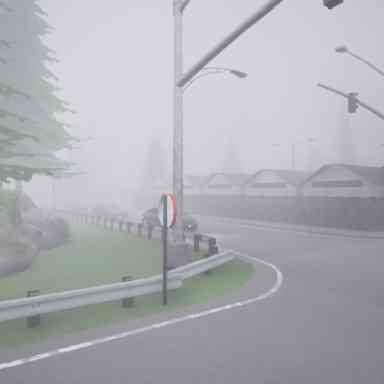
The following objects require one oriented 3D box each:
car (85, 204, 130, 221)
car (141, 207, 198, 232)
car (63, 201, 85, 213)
[{"bbox_3d":[-7.334,1.739,29.344,2.033,1.411,5.357,0,0,-34],"label":"car"},{"bbox_3d":[-1.512,1.696,20.984,1.837,1.490,4.892,0,0,-35],"label":"car"},{"bbox_3d":[-13.427,1.737,38.166,2.033,1.411,5.357,0,0,-32],"label":"car"}]
